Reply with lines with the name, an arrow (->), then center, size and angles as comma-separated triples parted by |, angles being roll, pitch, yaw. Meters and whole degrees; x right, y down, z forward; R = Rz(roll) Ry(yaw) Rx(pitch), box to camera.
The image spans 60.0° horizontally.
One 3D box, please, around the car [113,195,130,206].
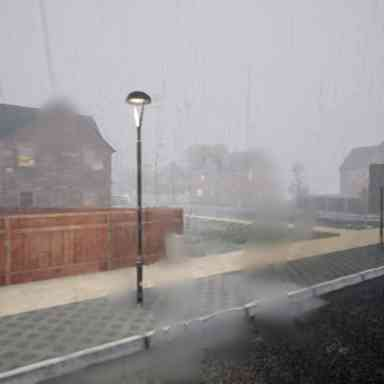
car -> -11.284, 1.241, 50.845 | 2.097, 1.767, 4.553 | 0, 0, -36
